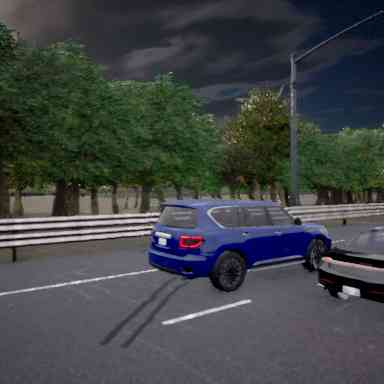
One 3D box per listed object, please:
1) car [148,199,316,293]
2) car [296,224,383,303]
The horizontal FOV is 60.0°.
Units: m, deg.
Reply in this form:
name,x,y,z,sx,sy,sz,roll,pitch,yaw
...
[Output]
name,x,y,z,sx,sy,sz,roll,pitch,yaw
car,1.501,1.224,9.155,5.566,2.045,2.150,0,0,-36
car,4.707,1.493,7.161,4.902,1.511,2.128,0,0,-36
